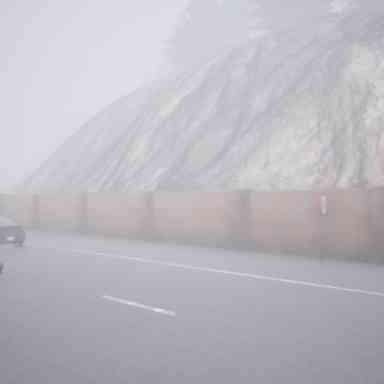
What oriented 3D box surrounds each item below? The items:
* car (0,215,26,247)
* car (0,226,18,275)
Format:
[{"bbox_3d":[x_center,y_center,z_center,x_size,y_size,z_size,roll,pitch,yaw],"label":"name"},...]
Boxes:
[{"bbox_3d":[-9.250,1.753,14.885,4.674,1.442,1.812,-1,-1,35],"label":"car"},{"bbox_3d":[-7.274,1.705,9.177,5.357,1.411,2.033,-1,-1,35],"label":"car"}]
